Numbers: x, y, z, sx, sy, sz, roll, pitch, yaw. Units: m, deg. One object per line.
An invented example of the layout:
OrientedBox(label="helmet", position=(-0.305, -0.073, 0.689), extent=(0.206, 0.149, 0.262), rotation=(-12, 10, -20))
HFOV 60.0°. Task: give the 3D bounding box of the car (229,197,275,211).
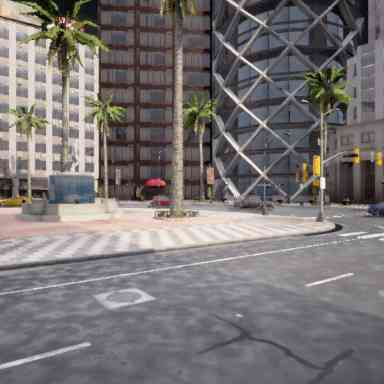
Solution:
OrientedBox(label="car", position=(7.672, 1.547, 41.809), extent=(2.033, 1.411, 5.357), rotation=(0, 0, -44))

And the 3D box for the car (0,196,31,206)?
OrientedBox(label="car", position=(-28.765, 1.478, 54.458), extent=(5.008, 1.535, 1.882), rotation=(0, 0, -14))

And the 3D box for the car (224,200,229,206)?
OrientedBox(label="car", position=(7.171, 1.526, 51.692), extent=(4.674, 1.442, 1.812), rotation=(0, 0, 36))

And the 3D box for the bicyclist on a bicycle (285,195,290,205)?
OrientedBox(label="bicyclist on a bicycle", position=(15.720, 1.301, 54.592), extent=(0.582, 1.620, 1.656), rotation=(0, 0, 42))

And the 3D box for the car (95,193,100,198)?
OrientedBox(label="car", position=(-19.217, 1.221, 59.389), extent=(5.566, 2.045, 2.150), rotation=(0, 0, -2))

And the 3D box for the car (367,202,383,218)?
OrientedBox(label="car", position=(17.651, 1.526, 28.642), extent=(1.812, 1.442, 4.674), rotation=(0, 0, -36))

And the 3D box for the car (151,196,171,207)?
OrientedBox(label="car", position=(-3.763, 1.352, 49.605), extent=(4.553, 1.767, 2.097), rotation=(0, 0, 20))
